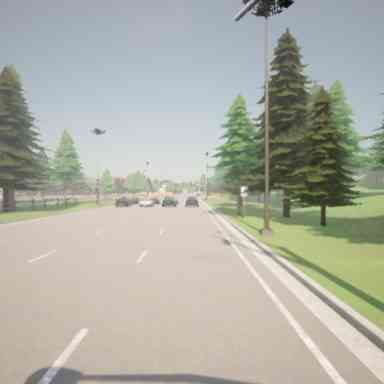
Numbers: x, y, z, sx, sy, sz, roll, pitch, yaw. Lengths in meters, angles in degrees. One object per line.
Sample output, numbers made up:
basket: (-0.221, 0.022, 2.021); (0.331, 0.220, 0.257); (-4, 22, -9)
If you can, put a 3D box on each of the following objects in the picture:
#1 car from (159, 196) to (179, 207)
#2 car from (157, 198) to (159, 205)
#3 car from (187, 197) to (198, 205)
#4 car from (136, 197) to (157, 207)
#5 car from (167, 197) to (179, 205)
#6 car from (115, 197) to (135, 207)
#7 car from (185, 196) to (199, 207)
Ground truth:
car: (-3.488, 1.404, 51.530); (2.097, 1.767, 4.553); (0, 0, 0)
car: (-6.986, 1.627, 61.564); (1.994, 1.385, 4.181); (0, 0, 0)
car: (0.014, 1.626, 61.562); (1.994, 1.385, 4.181); (0, 0, 0)
car: (-6.988, 1.653, 51.591); (1.895, 1.301, 4.718); (0, 0, 0)
car: (-3.486, 1.588, 61.563); (1.812, 1.442, 4.674); (0, 0, 0)
car: (-10.488, 1.557, 51.145); (1.837, 1.490, 4.892); (0, 0, 0)
car: (0.012, 1.404, 51.496); (2.097, 1.767, 4.553); (0, 0, 0)
